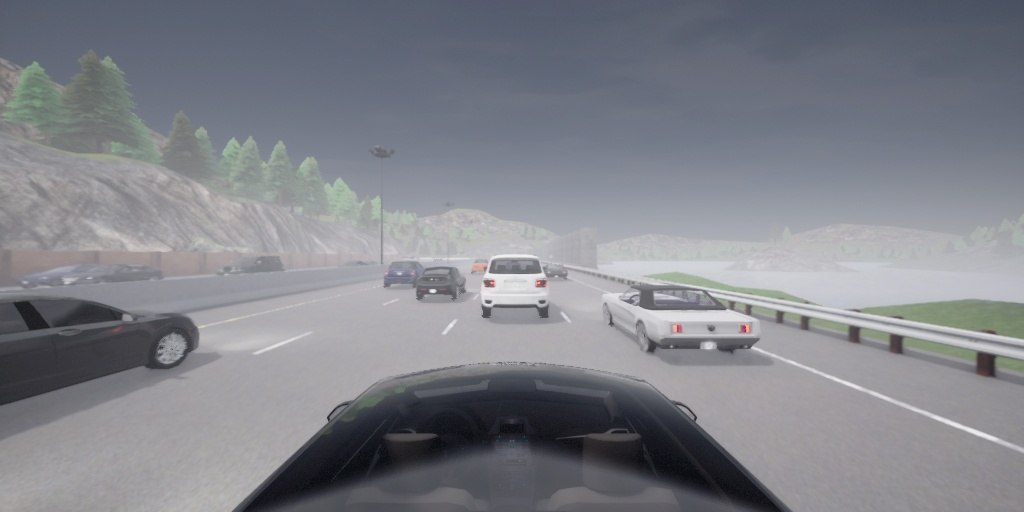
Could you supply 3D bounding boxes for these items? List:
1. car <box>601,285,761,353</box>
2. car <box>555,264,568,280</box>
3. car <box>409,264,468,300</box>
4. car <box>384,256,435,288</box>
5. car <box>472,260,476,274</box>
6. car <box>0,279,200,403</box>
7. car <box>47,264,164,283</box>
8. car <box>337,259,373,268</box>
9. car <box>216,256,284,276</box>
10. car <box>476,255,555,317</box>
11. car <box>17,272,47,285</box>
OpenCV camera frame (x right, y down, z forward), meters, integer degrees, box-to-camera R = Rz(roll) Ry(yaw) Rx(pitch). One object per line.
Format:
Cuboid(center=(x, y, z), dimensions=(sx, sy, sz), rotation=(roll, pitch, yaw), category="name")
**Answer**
Cuboid(center=(3.605, 1.352, 8.778), dimensions=(1.895, 1.301, 4.718), rotation=(0, 0, 0), category="car")
Cuboid(center=(3.595, 1.354, 31.206), dimensions=(1.895, 1.301, 4.718), rotation=(0, 0, 0), category="car")
Cuboid(center=(-3.403, 1.256, 17.840), dimensions=(1.837, 1.490, 4.892), rotation=(0, 0, 0), category="car")
Cuboid(center=(-6.905, 1.104, 24.102), dimensions=(2.097, 1.767, 4.553), rotation=(0, 0, 0), category="car")
Cuboid(center=(-3.409, 1.106, 41.314), dimensions=(2.097, 1.767, 4.553), rotation=(0, 0, 0), category="car")
Cuboid(center=(-6.901, 1.255, 4.845), dimensions=(1.837, 1.490, 4.892), rotation=(0, 0, 0), category="car")
Cuboid(center=(-24.602, 1.242, 22.330), dimensions=(2.128, 1.511, 4.902), rotation=(0, 0, 0), category="car")
Cuboid(center=(-17.602, 1.259, 39.677), dimensions=(1.837, 1.490, 4.892), rotation=(0, 0, 0), category="car")
Cuboid(center=(-21.105, 0.975, 29.241), dimensions=(2.150, 2.045, 5.566), rotation=(0, 0, 0), category="car")
Cuboid(center=(0.099, 0.973, 13.276), dimensions=(2.150, 2.045, 5.566), rotation=(0, 0, 0), category="car")
Cuboid(center=(-28.100, 1.276, 23.033), dimensions=(1.812, 1.442, 4.674), rotation=(0, 0, 0), category="car")
